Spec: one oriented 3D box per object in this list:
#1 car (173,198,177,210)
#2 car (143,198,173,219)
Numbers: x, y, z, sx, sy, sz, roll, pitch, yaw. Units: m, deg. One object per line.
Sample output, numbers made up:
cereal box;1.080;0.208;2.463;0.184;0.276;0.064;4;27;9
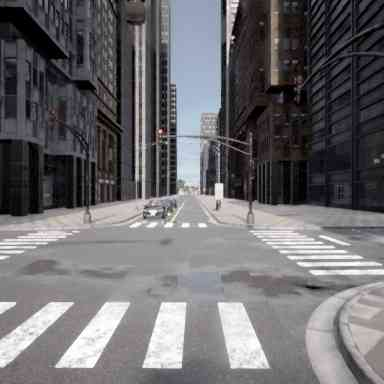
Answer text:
car;-3.179;1.573;38.534;1.994;1.385;4.181;0;0;0
car;-3.164;1.497;29.401;2.128;1.511;4.902;0;0;0
